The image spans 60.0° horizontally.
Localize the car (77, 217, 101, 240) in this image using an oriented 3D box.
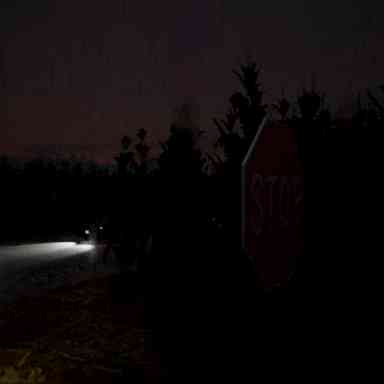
[{"bbox_3d":[-3.432,1.574,16.177,1.994,1.385,4.181,0,0,35],"label":"car"}]
